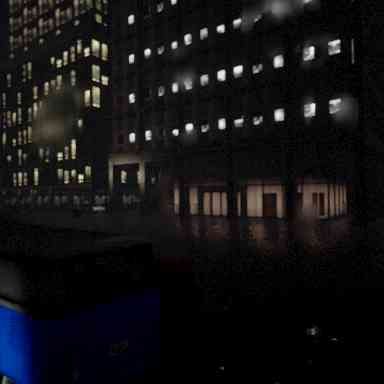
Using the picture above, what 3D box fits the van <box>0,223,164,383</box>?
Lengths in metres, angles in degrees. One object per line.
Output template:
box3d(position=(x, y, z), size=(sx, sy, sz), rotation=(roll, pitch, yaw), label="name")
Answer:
box3d(position=(-2.251, 1.375, 4.492), size=(3.998, 1.788, 1.690), rotation=(-1, -1, 36), label="van")
